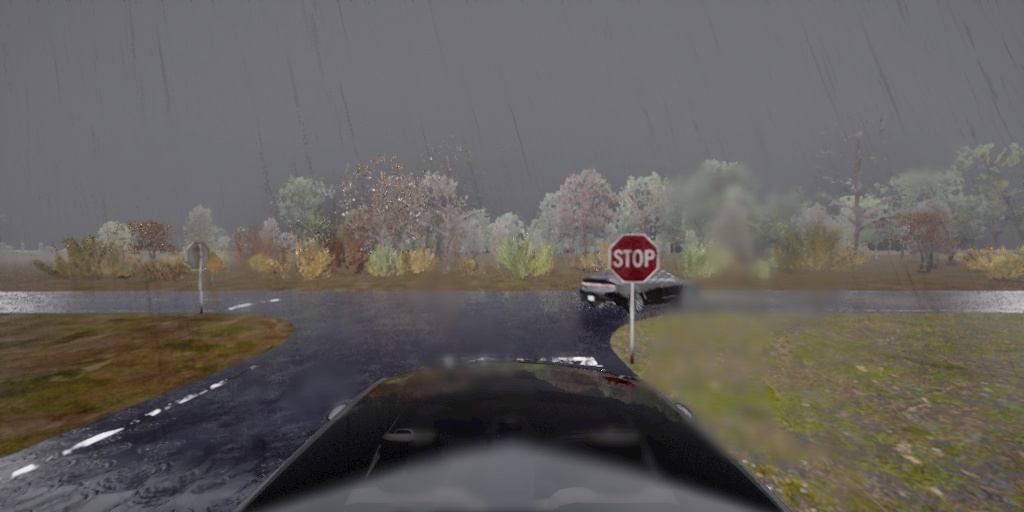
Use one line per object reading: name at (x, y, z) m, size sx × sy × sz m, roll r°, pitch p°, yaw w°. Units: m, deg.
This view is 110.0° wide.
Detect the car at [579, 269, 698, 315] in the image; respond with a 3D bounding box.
car at (4.625, 1.117, 12.790) m, size 4.902 × 1.511 × 2.128 m, roll -1°, pitch 0°, yaw -32°

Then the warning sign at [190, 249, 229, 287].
warning sign at (-16.181, 0.703, 19.425) m, size 1.060 × 1.860 × 1.300 m, roll 0°, pitch 0°, yaw 0°
